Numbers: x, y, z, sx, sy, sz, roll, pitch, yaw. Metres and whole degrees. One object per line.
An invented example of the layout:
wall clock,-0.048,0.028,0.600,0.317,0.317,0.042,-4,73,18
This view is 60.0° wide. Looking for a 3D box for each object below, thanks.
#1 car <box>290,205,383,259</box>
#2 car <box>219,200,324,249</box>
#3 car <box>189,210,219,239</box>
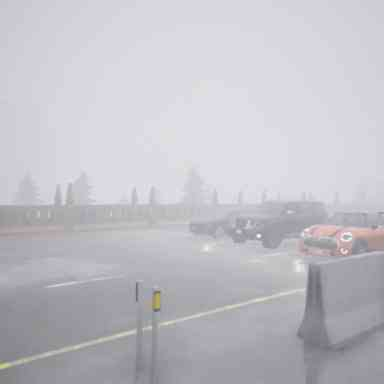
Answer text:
car,6.154,1.508,12.680,4.553,1.767,2.097,1,-1,-35
car,4.223,1.382,15.603,5.566,2.045,2.150,2,-1,-35
car,2.144,1.635,18.419,5.008,1.535,1.882,1,-1,-35
